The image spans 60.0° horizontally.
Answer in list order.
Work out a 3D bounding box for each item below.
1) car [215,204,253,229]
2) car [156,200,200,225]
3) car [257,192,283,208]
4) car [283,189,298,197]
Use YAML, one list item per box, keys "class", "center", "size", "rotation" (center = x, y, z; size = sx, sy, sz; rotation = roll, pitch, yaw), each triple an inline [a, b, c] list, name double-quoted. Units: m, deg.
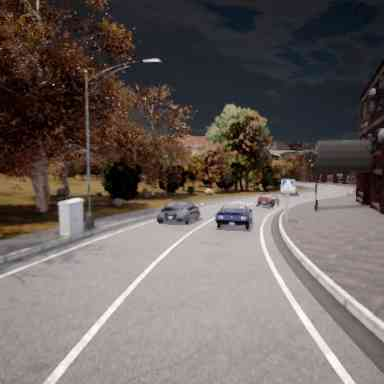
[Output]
- class: "car"
  center: [2.681, 1.383, 20.157]
  size: [1.895, 1.301, 4.718]
  rotation: [1, 1, 13]
- class: "car"
  center: [-0.774, 1.251, 21.306]
  size: [1.994, 1.385, 4.181]
  rotation: [1, 2, 14]
- class: "car"
  center: [8.534, 0.870, 37.021]
  size: [1.812, 1.442, 4.674]
  rotation: [2, 3, 24]
- class: "car"
  center: [17.194, 0.042, 58.401]
  size: [1.812, 1.442, 4.674]
  rotation: [4, 4, 37]
